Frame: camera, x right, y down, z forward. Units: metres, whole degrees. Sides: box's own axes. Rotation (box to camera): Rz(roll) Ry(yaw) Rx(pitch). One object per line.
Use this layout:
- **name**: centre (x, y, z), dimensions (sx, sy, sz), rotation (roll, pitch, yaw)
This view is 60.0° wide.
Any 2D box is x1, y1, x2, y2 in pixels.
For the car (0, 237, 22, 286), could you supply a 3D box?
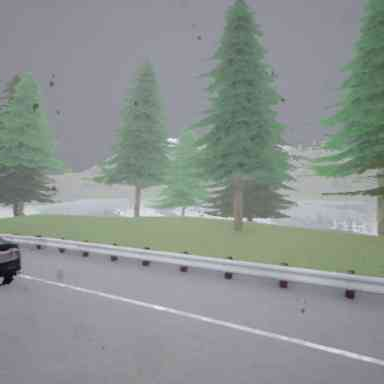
- **car**: centre (-6.262, 1.555, 8.214), dimensions (4.902, 1.511, 2.128), rotation (-1, 0, 31)
